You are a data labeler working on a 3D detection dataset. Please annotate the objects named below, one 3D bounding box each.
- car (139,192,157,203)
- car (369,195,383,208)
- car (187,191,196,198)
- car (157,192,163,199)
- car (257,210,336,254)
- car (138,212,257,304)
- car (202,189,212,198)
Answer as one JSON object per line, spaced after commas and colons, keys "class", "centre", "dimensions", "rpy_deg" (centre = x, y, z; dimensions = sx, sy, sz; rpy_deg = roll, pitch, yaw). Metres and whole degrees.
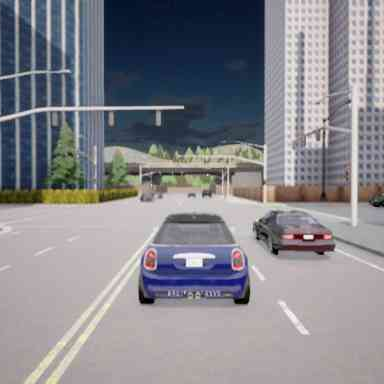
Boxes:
{"class": "car", "centre": [-7.101, 0.882, 52.635], "dimensions": [1.837, 1.490, 4.892], "rpy_deg": [0, 1, 0]}
{"class": "car", "centre": [22.616, 0.788, 36.624], "dimensions": [5.566, 2.045, 2.150], "rpy_deg": [0, 1, 0]}
{"class": "car", "centre": [-0.040, 0.584, 77.739], "dimensions": [1.812, 1.442, 4.674], "rpy_deg": [0, 1, 0]}
{"class": "car", "centre": [-7.041, 0.692, 68.169], "dimensions": [2.128, 1.511, 4.902], "rpy_deg": [0, 1, 0]}
{"class": "car", "centre": [3.603, 1.396, 12.665], "dimensions": [2.033, 1.411, 5.357], "rpy_deg": [0, 1, 1]}
{"class": "car", "centre": [0.055, 1.256, 8.052], "dimensions": [2.097, 1.767, 4.553], "rpy_deg": [0, 1, 0]}
{"class": "car", "centre": [3.460, 0.285, 77.767], "dimensions": [2.150, 2.045, 5.566], "rpy_deg": [0, 1, 0]}
